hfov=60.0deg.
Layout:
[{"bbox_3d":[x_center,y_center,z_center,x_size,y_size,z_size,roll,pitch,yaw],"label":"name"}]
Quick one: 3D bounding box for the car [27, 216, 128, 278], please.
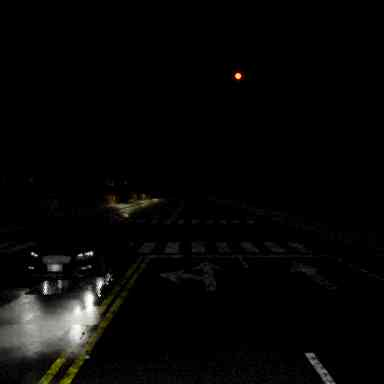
[{"bbox_3d":[-3.239,1.526,10.308,2.128,1.511,4.902,0,0,0],"label":"car"}]
